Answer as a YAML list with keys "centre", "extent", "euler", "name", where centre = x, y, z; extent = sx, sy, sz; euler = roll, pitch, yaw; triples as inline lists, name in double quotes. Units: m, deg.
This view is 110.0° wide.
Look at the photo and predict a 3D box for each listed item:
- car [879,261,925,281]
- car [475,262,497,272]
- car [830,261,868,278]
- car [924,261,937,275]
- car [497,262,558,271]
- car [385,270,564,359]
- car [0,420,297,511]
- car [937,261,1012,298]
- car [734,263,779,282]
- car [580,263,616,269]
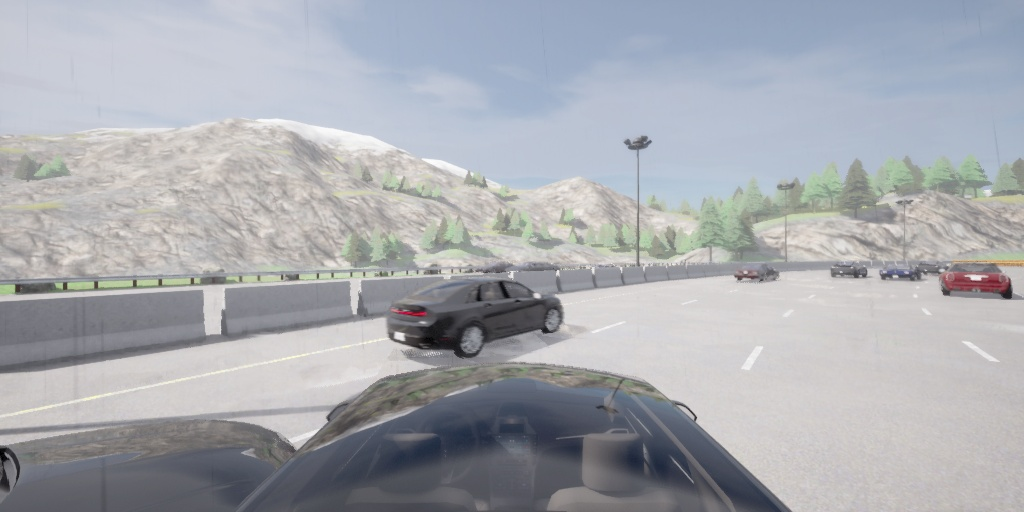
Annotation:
- centre: [32.289, 1.351, 29.748]
  extent: [4.718, 1.301, 1.895]
  euler: [0, 0, -35]
  name: "car"
- centre: [-1.403, 1.297, 38.518]
  extent: [5.357, 1.411, 2.033]
  euler: [0, 0, -43]
  name: "car"
- centre: [31.370, 1.242, 33.367]
  extent: [4.902, 1.511, 2.128]
  euler: [0, 0, -35]
  name: "car"
- centre: [43.308, 1.242, 36.891]
  extent: [4.902, 1.511, 2.128]
  euler: [0, 0, -31]
  name: "car"
- centre: [1.448, 1.241, 31.544]
  extent: [4.902, 1.511, 2.128]
  euler: [0, 0, -44]
  name: "car"
- centre: [-0.581, 1.255, 8.622]
  extent: [1.837, 1.490, 4.892]
  euler: [-1, 0, 40]
  name: "car"
- centre: [-2.983, 1.255, 0.554]
  extent: [4.892, 1.490, 1.837]
  euler: [0, 0, -45]
  name: "car"
- centre: [23.884, 1.103, 18.619]
  extent: [4.553, 1.767, 2.097]
  euler: [0, 0, -41]
  name: "car"
- centre: [19.782, 1.297, 28.958]
  extent: [5.357, 1.411, 2.033]
  euler: [0, 0, -40]
  name: "car"
- centre: [8.061, 1.351, 32.913]
  extent: [4.718, 1.301, 1.895]
  euler: [0, 0, -42]
  name: "car"
